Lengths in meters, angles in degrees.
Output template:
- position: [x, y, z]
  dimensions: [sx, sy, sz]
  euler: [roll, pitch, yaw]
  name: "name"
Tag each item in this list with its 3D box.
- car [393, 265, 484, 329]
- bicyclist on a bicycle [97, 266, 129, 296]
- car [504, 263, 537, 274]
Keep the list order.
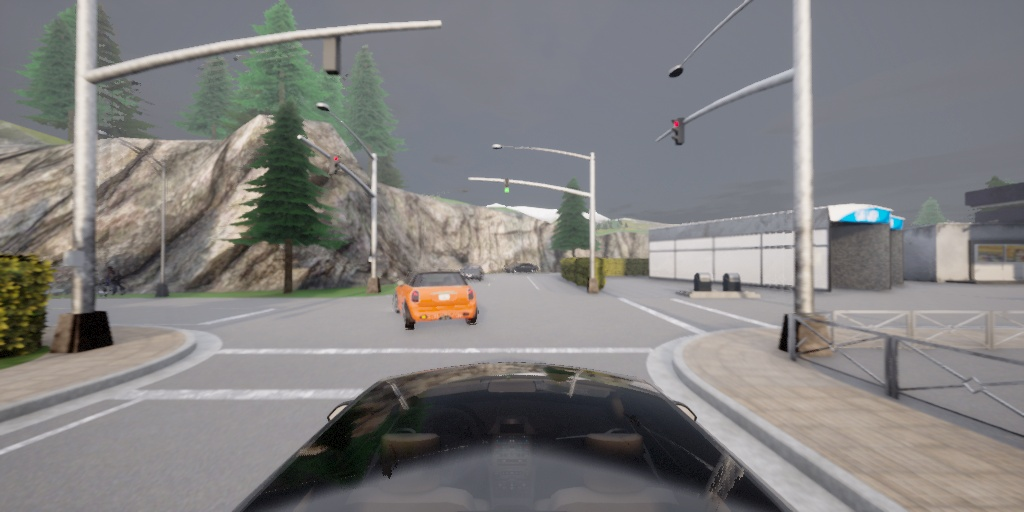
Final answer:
- position: [-2.714, 1.200, 12.055]
  dimensions: [2.097, 1.767, 4.553]
  euler: [0, -1, -22]
  name: "car"
- position: [-22.030, 1.378, 19.821]
  dimensions: [0.582, 1.620, 1.656]
  euler: [0, 0, -2]
  name: "bicyclist on a bicycle"
- position: [1.209, 1.713, 49.569]
  dimensions: [4.892, 1.490, 1.837]
  euler: [0, -2, -31]
  name: "car"
